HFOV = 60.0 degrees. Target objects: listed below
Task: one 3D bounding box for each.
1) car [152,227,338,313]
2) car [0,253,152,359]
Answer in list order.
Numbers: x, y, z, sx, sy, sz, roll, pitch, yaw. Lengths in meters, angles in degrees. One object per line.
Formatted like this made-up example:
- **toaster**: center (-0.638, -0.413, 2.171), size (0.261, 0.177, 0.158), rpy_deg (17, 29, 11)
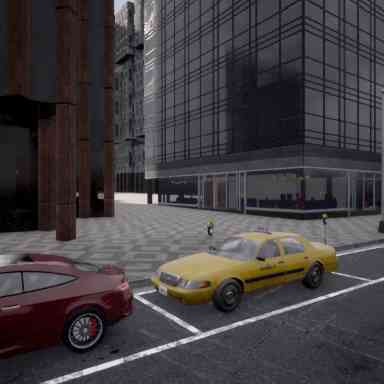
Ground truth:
- **car**: center (1.419, 1.525, 7.644), size (4.829, 1.417, 1.752), rpy_deg (0, 0, -35)
- **car**: center (-2.879, 1.582, 4.596), size (4.206, 1.307, 1.802), rpy_deg (0, 0, -35)
